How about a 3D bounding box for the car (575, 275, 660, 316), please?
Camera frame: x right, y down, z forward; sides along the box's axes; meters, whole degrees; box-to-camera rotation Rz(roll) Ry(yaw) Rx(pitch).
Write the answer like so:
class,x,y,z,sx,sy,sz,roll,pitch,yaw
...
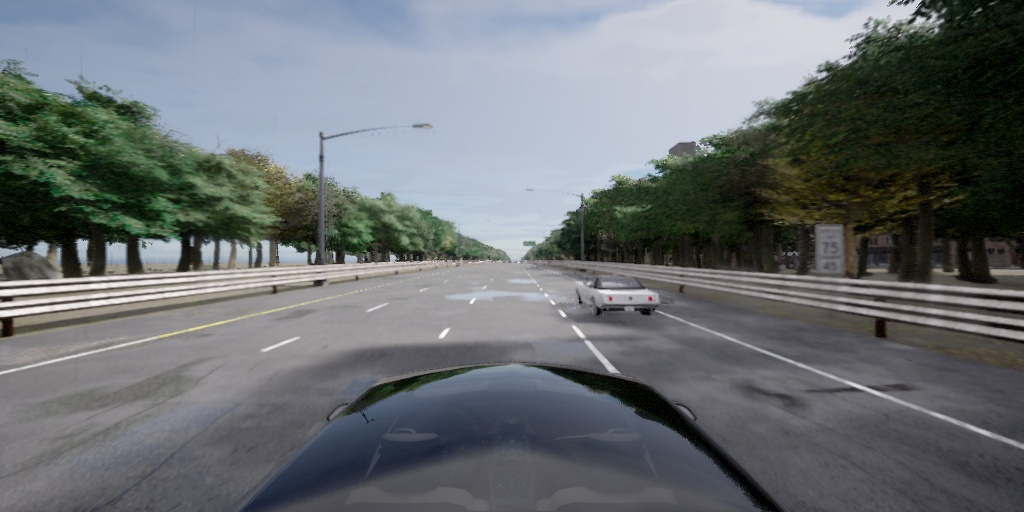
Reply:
class,x,y,z,sx,sy,sz,roll,pitch,yaw
car,3.605,1.347,13.269,1.895,1.301,4.718,0,0,-1
